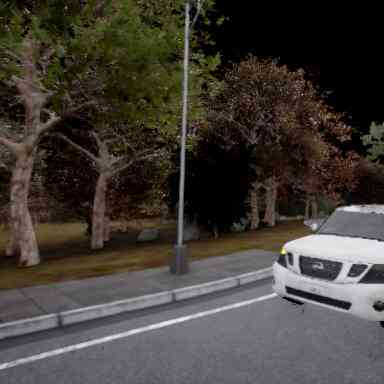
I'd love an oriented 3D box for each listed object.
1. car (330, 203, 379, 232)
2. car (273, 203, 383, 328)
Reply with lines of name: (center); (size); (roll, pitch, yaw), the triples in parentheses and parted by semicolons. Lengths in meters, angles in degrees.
car: (13.139, 1.958, 27.277); (2.150, 2.045, 5.566); (1, -1, 11)
car: (4.118, 1.293, 7.265); (5.566, 2.045, 2.150); (1, 0, -41)
